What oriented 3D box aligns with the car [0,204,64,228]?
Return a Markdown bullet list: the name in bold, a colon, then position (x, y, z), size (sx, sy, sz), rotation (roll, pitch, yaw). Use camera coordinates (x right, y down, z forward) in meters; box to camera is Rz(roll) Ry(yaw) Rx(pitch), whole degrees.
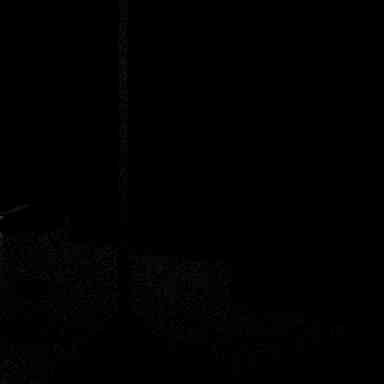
- **car**: position (-10.985, 1.519, 22.378), size (1.812, 1.442, 4.674), rotation (0, 0, 36)
